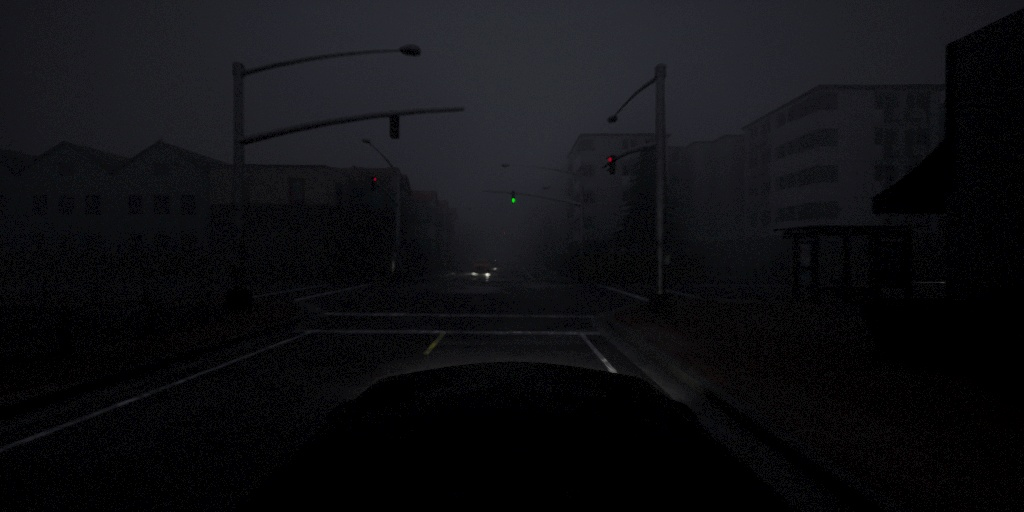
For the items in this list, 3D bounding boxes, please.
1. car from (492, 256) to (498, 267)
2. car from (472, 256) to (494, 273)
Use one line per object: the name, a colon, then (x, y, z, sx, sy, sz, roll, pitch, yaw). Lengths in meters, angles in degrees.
car: (-3.499, 0.776, 59.250, 2.097, 1.767, 4.553, 0, 0, 0)
car: (-3.579, 1.131, 42.801, 1.882, 1.535, 5.008, 0, 0, 0)
